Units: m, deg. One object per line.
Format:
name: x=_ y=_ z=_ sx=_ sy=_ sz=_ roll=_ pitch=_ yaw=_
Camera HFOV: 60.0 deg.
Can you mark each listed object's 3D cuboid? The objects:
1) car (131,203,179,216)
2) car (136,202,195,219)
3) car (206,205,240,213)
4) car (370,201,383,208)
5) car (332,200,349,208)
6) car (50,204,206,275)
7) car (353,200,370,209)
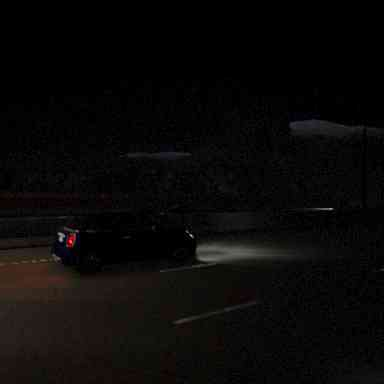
car: x=-3.931 y=1.826 z=35.577 sx=4.718 sy=1.301 sz=1.895 roll=1 pitch=-1 yaw=-36
car: x=-2.511 y=1.762 z=32.288 sx=5.357 sy=1.411 sz=2.033 roll=1 pitch=-1 yaw=-35
car: x=2.058 y=1.786 z=26.957 sx=4.181 sy=1.385 sz=1.994 roll=1 pitch=-1 yaw=-36
car: x=32.328 y=2.283 z=56.401 sx=1.812 sy=1.442 sz=4.674 roll=0 pitch=0 yaw=44
car: x=27.498 y=2.254 z=61.442 sx=2.128 sy=1.511 sz=4.902 roll=0 pitch=0 yaw=43
car: x=-2.069 y=1.410 z=10.869 sx=4.553 sy=1.767 sz=2.097 roll=1 pitch=-1 yaw=-35
car: x=30.276 y=2.236 z=59.310 sx=1.882 sy=1.535 sz=5.008 roll=0 pitch=0 yaw=43
